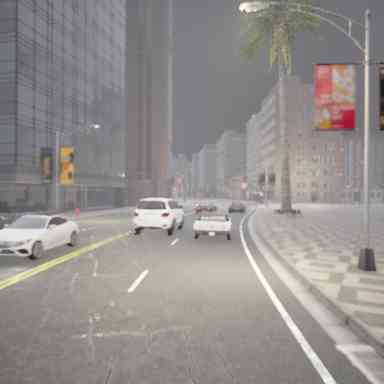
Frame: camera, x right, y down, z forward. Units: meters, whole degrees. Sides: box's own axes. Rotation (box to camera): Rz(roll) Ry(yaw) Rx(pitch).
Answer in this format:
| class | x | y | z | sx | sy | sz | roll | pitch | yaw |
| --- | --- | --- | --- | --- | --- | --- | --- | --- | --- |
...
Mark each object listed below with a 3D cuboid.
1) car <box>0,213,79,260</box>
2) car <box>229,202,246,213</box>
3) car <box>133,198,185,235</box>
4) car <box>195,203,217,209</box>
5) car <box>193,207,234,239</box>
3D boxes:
| class | x | y | z | sx | sy | sz | roll | pitch | yaw |
| --- | --- | --- | --- | --- | --- | --- | --- | --- | --- |
| car | -5.973 | 1.591 | 12.883 | 1.812 | 1.442 | 4.674 | 0 | 0 | 5 |
| car | 5.720 | 1.924 | 41.916 | 1.994 | 1.385 | 4.181 | 0 | 0 | 13 |
| car | -1.854 | 1.367 | 19.985 | 2.150 | 2.045 | 5.566 | 0 | 0 | 8 |
| car | 1.750 | 1.914 | 39.177 | 1.895 | 1.301 | 4.718 | 0 | 0 | 13 |
| car | 1.230 | 1.750 | 18.297 | 1.895 | 1.301 | 4.718 | 0 | 0 | 7 |
